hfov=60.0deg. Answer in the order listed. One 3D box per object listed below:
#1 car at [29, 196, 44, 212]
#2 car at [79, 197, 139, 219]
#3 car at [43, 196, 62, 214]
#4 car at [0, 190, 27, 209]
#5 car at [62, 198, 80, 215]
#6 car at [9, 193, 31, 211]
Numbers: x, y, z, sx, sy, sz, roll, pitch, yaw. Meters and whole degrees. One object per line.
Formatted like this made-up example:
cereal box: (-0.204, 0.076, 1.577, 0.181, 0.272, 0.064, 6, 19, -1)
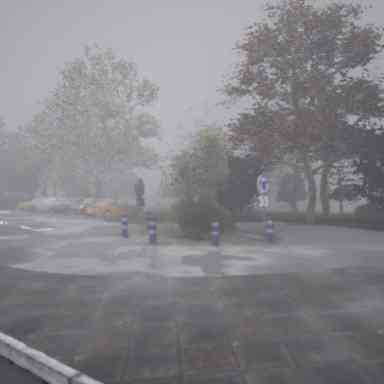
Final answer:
car: (-13.412, 1.298, 33.615, 2.002, 1.452, 4.674, 1, 1, 36)
car: (-6.789, 1.401, 28.802, 2.097, 1.535, 5.008, 1, 1, 36)
car: (-11.186, 1.336, 31.966, 2.163, 1.488, 4.792, 1, 1, 36)
car: (-20.112, 0.862, 38.519, 2.435, 2.045, 5.566, 1, 1, 36)
car: (-9.008, 1.228, 30.459, 2.185, 1.767, 4.553, 1, 1, 36)
car: (-15.760, 1.207, 35.094, 1.946, 1.575, 5.366, 1, 1, 36)
